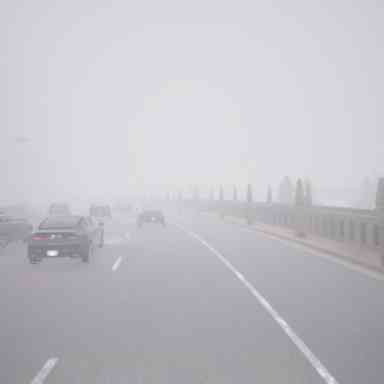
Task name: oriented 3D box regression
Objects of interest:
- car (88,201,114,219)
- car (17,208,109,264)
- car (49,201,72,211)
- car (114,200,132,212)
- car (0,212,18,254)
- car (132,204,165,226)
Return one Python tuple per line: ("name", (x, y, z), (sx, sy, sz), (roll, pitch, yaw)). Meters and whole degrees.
("car", (-8.420, 1.596, 30.345), (1.882, 1.535, 5.008), (0, 0, -17))
("car", (-4.415, 1.556, 12.198), (1.837, 1.490, 4.892), (0, 0, -7))
("car", (-12.745, 1.630, 32.181), (2.128, 1.511, 4.902), (0, 0, -19))
("car", (-8.563, 1.714, 40.710), (1.994, 1.385, 4.181), (0, 0, -22))
("car", (-8.152, 1.560, 13.681), (2.128, 1.511, 4.902), (0, 0, -8))
("car", (-3.081, 1.608, 24.099), (1.812, 1.442, 4.674), (0, 0, -13))
